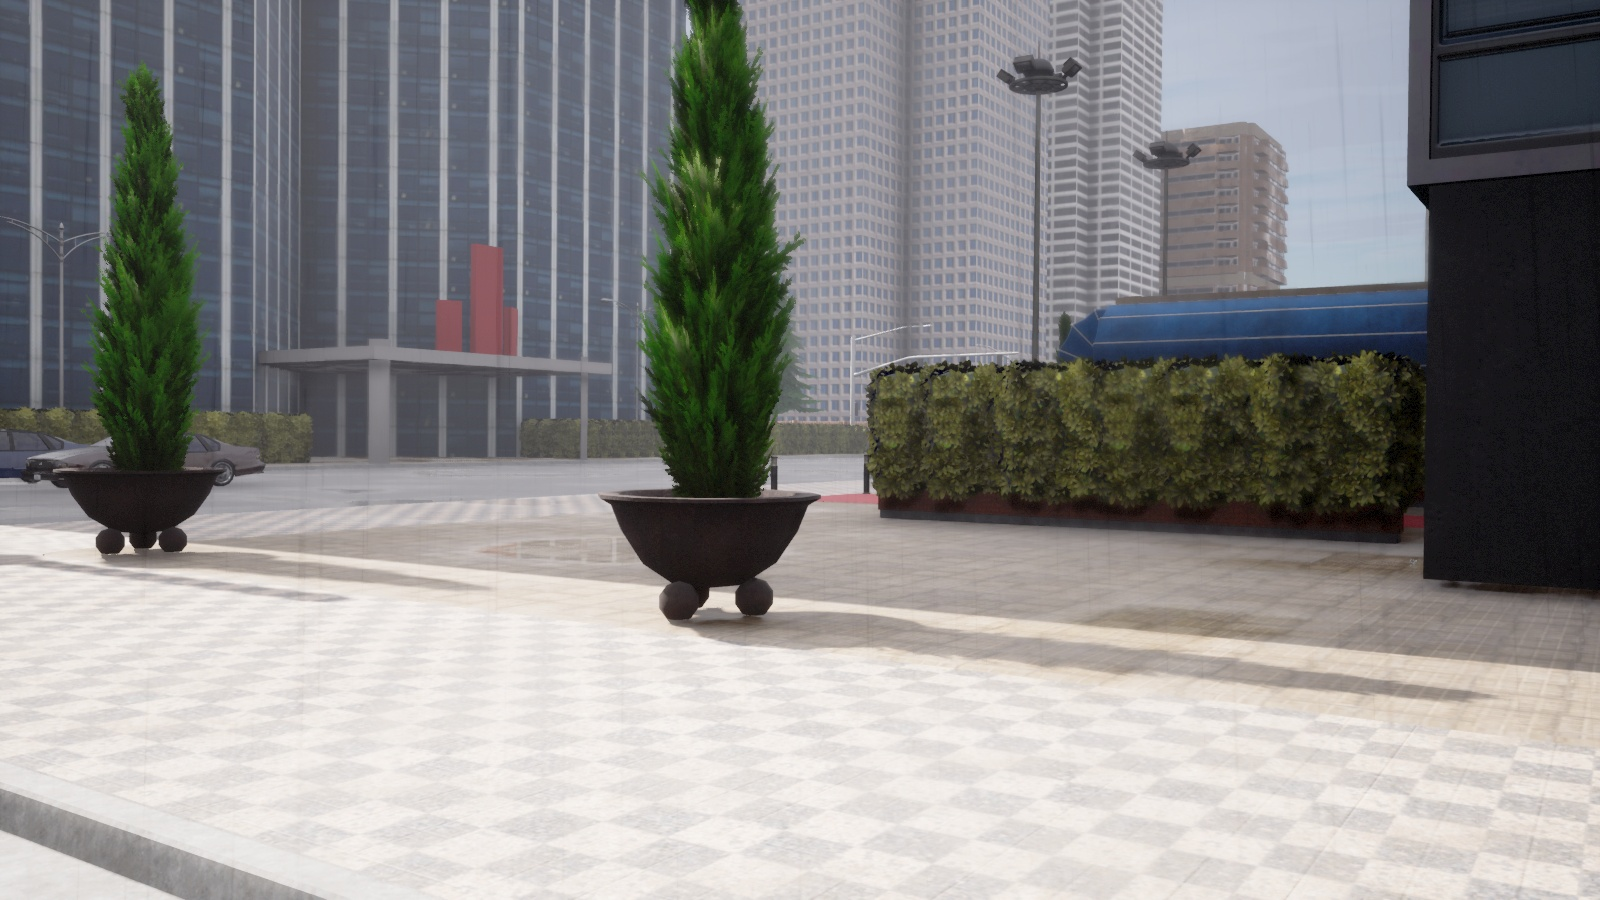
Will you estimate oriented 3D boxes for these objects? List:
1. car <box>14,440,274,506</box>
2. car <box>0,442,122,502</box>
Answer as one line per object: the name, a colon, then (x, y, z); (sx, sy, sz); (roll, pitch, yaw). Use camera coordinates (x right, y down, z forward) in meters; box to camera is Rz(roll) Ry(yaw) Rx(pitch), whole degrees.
car: (-15.983, 0.501, 30.944); (2.033, 1.411, 5.357); (0, 1, 33)
car: (-20.038, 0.535, 31.129); (2.033, 1.411, 5.357); (0, 1, 33)
